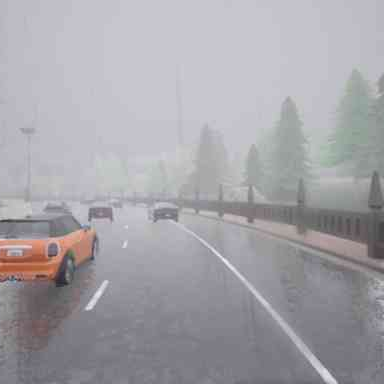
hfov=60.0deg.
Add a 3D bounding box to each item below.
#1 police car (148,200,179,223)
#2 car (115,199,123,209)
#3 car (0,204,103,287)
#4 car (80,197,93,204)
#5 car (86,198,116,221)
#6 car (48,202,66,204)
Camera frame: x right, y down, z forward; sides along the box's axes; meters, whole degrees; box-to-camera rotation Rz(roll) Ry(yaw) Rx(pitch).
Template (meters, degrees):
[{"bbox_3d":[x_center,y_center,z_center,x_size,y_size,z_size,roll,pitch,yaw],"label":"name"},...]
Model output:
[{"bbox_3d":[-2.403,1.494,26.878,1.930,1.638,5.238,0,0,-15],"label":"police car"},{"bbox_3d":[-11.145,1.664,47.041,1.812,1.442,4.674,0,0,-27],"label":"car"},{"bbox_3d":[-4.113,1.385,9.526,2.097,1.767,4.553,0,0,-5],"label":"car"},{"bbox_3d":[-18.638,1.666,60.005,1.882,1.535,5.008,0,0,-34],"label":"car"},{"bbox_3d":[-7.761,1.564,28.200,1.882,1.535,5.008,0,0,-16],"label":"car"},{"bbox_3d":[-11.356,1.587,28.100,2.128,1.511,4.902,0,0,-16],"label":"car"}]
